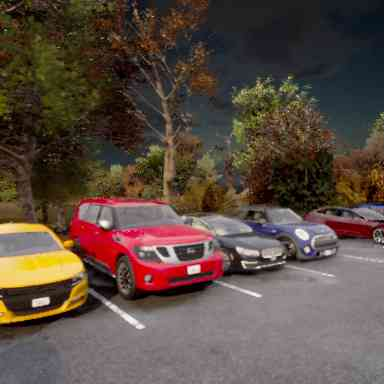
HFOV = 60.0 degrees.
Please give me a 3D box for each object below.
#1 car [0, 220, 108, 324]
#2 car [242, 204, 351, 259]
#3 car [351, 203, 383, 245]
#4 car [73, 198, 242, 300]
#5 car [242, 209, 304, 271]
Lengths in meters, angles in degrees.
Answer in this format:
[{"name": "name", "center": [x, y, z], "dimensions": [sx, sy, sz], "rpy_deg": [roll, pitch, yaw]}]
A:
[{"name": "car", "center": [-3.849, 1.474, 7.319], "dimensions": [2.097, 1.535, 5.008], "rpy_deg": [0, 0, -35]}, {"name": "car", "center": [2.943, 1.294, 12.186], "dimensions": [2.185, 1.767, 4.553], "rpy_deg": [0, 0, -35]}, {"name": "car", "center": [7.516, 1.410, 15.366], "dimensions": [2.163, 1.488, 4.792], "rpy_deg": [0, 0, -35]}, {"name": "car", "center": [-1.561, 1.205, 8.908], "dimensions": [2.435, 2.045, 5.566], "rpy_deg": [0, 0, -35]}, {"name": "car", "center": [0.689, 1.440, 10.551], "dimensions": [2.231, 1.521, 4.892], "rpy_deg": [0, 0, -35]}]
